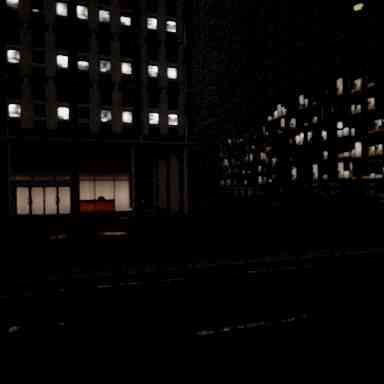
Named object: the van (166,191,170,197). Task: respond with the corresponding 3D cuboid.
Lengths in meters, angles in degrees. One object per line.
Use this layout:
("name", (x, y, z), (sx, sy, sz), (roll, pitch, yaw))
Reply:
("van", (-5.572, 0.686, 82.900), (1.690, 1.788, 3.998), (0, 1, -19))

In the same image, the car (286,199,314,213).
("car", (11.350, 1.389, 34.632), (1.802, 1.307, 4.206), (0, 1, -19))

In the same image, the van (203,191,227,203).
("van", (3.888, 0.946, 56.102), (1.690, 1.788, 3.998), (0, 1, -19))

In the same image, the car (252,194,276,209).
("car", (9.513, 1.322, 40.010), (1.947, 1.339, 4.313), (0, 1, -19))

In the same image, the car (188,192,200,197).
("car", (0.439, 0.704, 91.049), (2.008, 1.369, 4.403), (0, 1, -19))

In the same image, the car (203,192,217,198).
("car", (4.222, 0.698, 80.329), (1.967, 1.590, 4.097), (0, 1, -19))

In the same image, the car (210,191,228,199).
("car", (6.113, 0.625, 74.968), (2.192, 1.841, 5.009), (0, 1, -19))

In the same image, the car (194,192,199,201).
("car", (0.104, 1.052, 66.824), (2.008, 1.369, 4.403), (0, 1, -19))

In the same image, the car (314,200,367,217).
("car", (13.225, 1.423, 29.264), (1.947, 1.339, 4.313), (0, 1, -19))

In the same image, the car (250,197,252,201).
("car", (11.790, 1.047, 58.892), (1.802, 1.307, 4.206), (0, 1, -19))

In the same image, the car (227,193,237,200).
("car", (8.007, 0.944, 69.612), (1.802, 1.307, 4.206), (0, 1, -19))
